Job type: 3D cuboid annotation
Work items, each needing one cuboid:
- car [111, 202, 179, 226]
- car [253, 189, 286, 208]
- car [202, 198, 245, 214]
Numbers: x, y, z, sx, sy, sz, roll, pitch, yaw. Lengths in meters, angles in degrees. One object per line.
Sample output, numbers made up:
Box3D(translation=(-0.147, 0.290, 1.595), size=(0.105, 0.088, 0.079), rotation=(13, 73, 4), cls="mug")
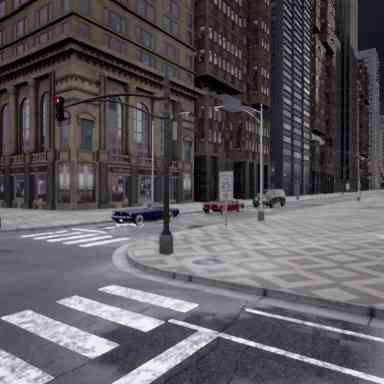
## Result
Box3D(translation=(-2.943, 1.350, 21.606), size=(1.895, 1.301, 4.718), rotation=(0, 1, 36), cls="car")
Box3D(translation=(8.998, 0.696, 38.347), size=(2.150, 2.045, 5.566), rotation=(0, 1, 36), cls="car")
Box3D(translation=(2.859, 1.216, 29.740), size=(1.895, 1.301, 4.718), rotation=(0, 1, 35), cls="car")
